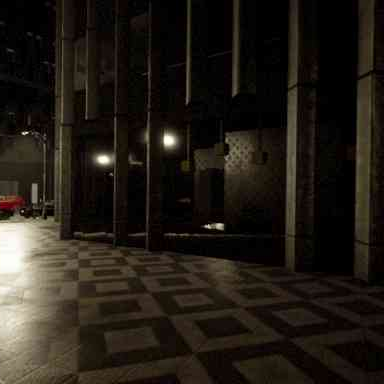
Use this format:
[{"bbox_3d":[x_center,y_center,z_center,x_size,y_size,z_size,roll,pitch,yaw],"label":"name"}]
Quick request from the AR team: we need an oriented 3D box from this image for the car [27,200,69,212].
[{"bbox_3d":[-17.535,1.651,40.748,1.947,1.339,4.313,1,0,35],"label":"car"}]

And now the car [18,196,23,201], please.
[{"bbox_3d":[-20.789,1.371,36.140,2.192,1.841,5.009,1,0,35],"label":"car"}]

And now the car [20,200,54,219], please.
[{"bbox_3d":[-13.837,1.755,31.213,1.947,1.339,4.313,1,0,35],"label":"car"}]

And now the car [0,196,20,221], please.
[{"bbox_3d":[-17.091,1.476,26.603,2.192,1.841,5.009,1,0,35],"label":"car"}]
